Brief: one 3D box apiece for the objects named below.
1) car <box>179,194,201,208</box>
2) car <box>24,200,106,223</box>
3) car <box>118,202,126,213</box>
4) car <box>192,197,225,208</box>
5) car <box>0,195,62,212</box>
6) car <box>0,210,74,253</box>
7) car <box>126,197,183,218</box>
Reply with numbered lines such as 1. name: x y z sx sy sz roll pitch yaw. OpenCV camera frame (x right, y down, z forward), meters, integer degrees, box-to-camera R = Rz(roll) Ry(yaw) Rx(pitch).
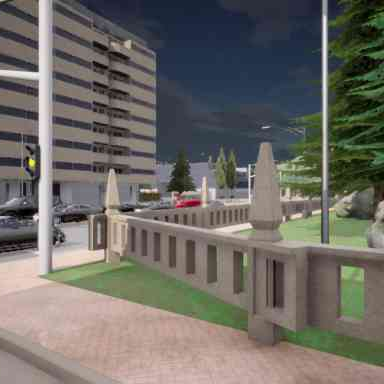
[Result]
1. car: -0.573 1.275 41.204 2.150 2.045 5.566 0 0 34
2. car: -8.618 1.547 23.274 2.128 1.511 4.902 0 0 34
3. car: -6.555 1.656 32.485 1.895 1.301 4.718 0 0 34
4. car: 2.267 1.619 39.148 1.994 1.385 4.181 0 0 35
5. car: -12.070 1.277 24.431 2.150 2.045 5.566 0 0 34
6. car: -7.058 1.620 12.808 1.994 1.385 4.181 0 0 34
7. car: -3.345 1.547 30.974 2.128 1.511 4.902 0 0 34
